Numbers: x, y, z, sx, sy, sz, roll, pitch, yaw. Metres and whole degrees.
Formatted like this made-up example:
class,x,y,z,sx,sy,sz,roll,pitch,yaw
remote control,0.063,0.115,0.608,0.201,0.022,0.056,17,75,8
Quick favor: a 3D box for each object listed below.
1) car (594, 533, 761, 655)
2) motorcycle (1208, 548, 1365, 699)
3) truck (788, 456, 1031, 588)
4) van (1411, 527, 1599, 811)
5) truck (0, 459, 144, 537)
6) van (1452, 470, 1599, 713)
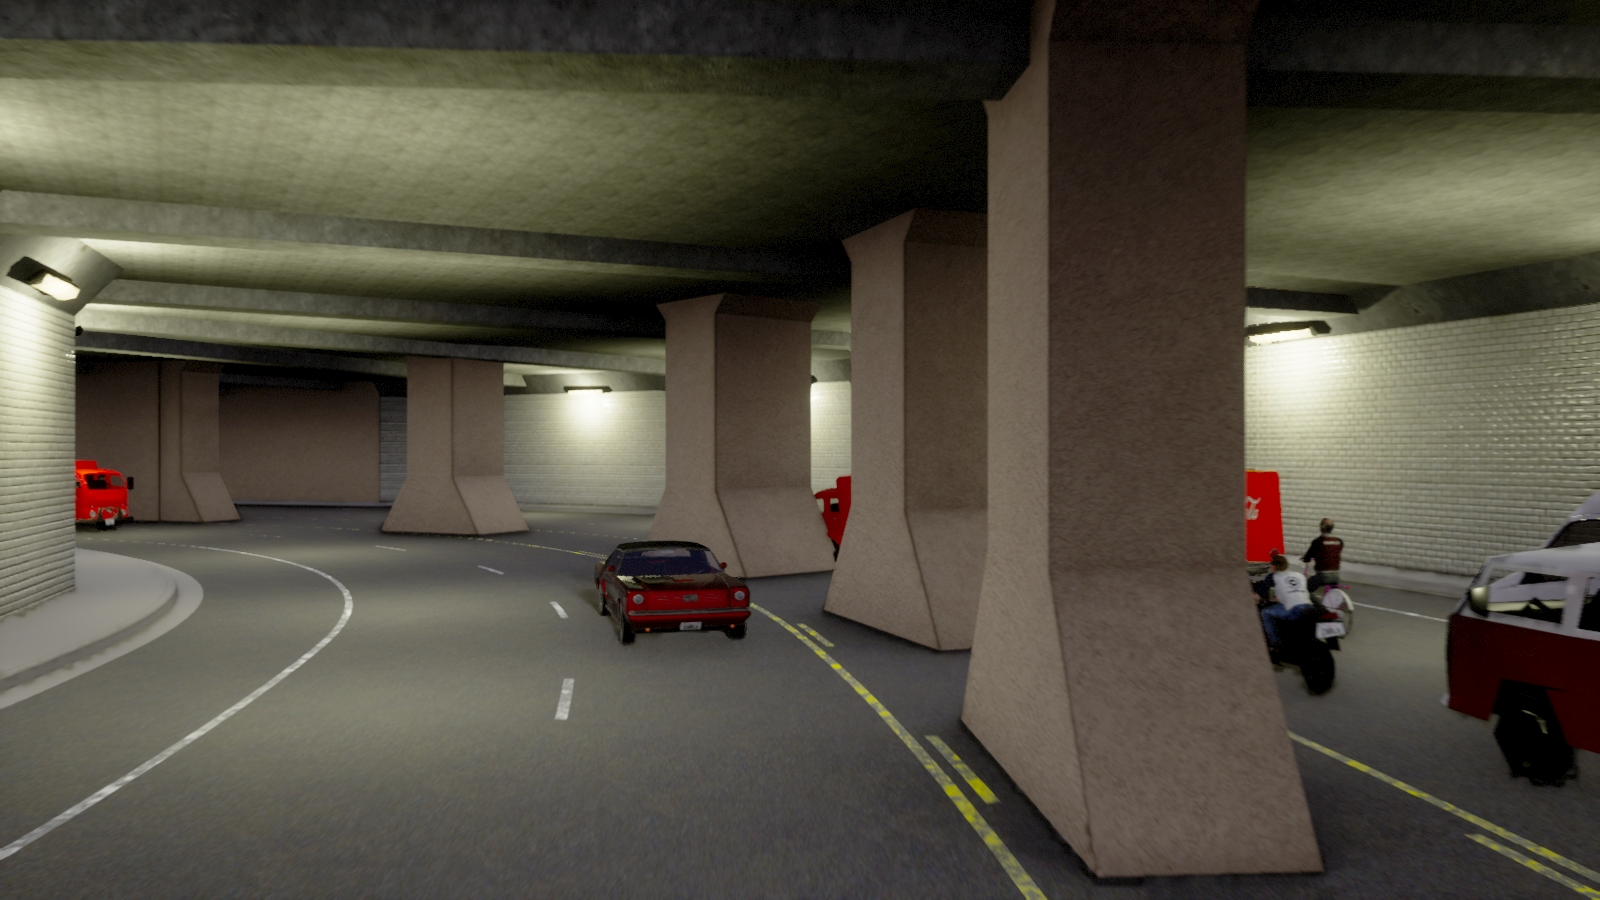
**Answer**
class,x,y,z,sx,sy,sz,roll,pitch,yaw
car,-2.098,2.155,18.173,1.895,1.301,4.718,0,0,-15
motorcycle,5.839,2.032,13.863,0.803,1.505,2.033,0,0,-9
truck,2.421,1.667,26.666,2.627,2.467,5.204,-8,1,-35
van,7.293,1.782,8.818,2.069,2.038,4.480,0,0,-14
truck,-25.417,1.570,38.824,5.204,2.467,2.627,0,0,19
van,9.638,1.533,11.729,1.988,2.561,5.915,0,0,-7
